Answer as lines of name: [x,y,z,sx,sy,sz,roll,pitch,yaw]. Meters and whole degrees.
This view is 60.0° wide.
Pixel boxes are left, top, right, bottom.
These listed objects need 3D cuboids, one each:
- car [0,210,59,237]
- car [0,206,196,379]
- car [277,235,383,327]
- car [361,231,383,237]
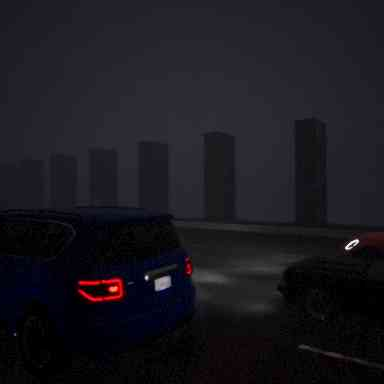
car: [-10.346,1.822,20.323,4.718,1.301,1.895,-1,0,37]
car: [-2.542,1.282,5.830,5.566,2.045,2.150,-1,0,36]
car: [3.918,1.601,5.499,4.718,1.301,1.895,-1,0,36]
car: [6.148,1.349,8.210,4.553,1.767,2.097,-1,-1,36]
